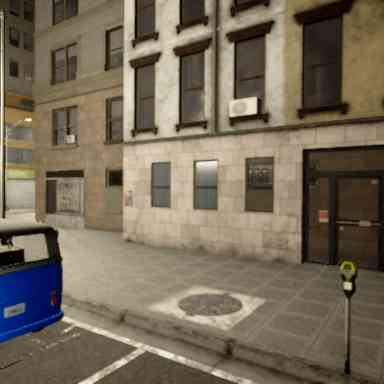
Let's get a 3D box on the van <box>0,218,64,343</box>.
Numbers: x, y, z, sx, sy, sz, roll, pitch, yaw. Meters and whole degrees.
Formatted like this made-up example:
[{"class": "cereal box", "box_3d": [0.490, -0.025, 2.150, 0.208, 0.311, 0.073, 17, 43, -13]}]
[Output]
[{"class": "van", "box_3d": [-3.822, 1.269, 5.304, 3.998, 1.788, 1.690, 1, 1, 33]}]
